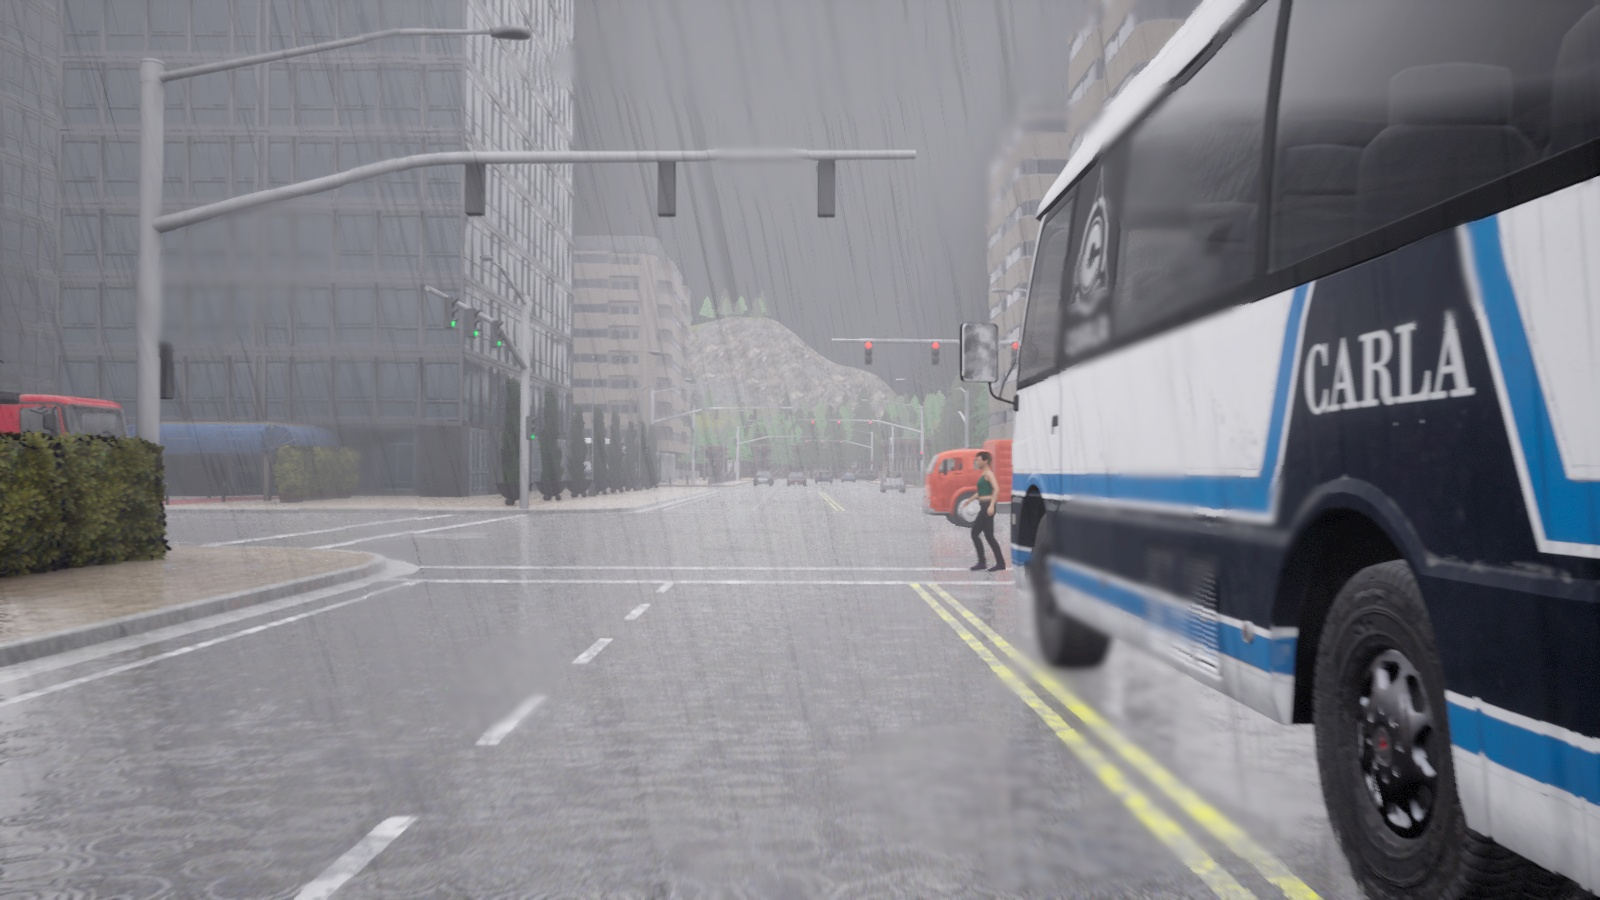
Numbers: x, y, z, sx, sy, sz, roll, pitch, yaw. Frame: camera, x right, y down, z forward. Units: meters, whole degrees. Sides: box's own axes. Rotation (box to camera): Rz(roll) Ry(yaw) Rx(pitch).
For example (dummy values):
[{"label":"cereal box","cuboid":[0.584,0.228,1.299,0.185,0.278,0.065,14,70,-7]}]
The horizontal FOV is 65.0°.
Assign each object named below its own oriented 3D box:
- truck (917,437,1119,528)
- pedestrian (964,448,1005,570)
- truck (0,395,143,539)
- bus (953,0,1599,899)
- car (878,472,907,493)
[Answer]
[{"label":"truck","cuboid":[6.055,0.898,35.495,5.204,2.467,2.627,0,-1,-1]},{"label":"pedestrian","cuboid":[2.795,0.891,19.058,0.594,1.836,0.345,0,-1,6]},{"label":"truck","cuboid":[-21.300,0.448,31.662,7.936,3.462,2.891,0,-1,-1]},{"label":"bus","cuboid":[3.478,-0.458,7.047,3.944,4.253,10.273,0,-1,0]},{"label":"car","cuboid":[6.780,2.342,92.007,1.845,1.501,3.633,0,-1,0]}]
